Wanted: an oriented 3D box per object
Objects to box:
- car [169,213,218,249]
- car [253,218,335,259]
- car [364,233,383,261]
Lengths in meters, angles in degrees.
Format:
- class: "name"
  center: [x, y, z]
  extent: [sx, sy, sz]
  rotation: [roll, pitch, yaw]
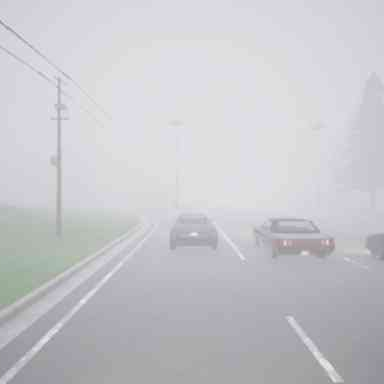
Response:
- class: "car"
  center: [0.021, 1.602, 14.799]
  extent: [1.994, 1.385, 4.181]
  rotation: [0, 0, -2]
- class: "car"
  center: [3.578, 1.633, 12.679]
  extent: [1.895, 1.301, 4.718]
  rotation: [0, 0, 0]
- class: "car"
  center: [7.062, 1.572, 9.441]
  extent: [2.033, 1.411, 5.357]
  rotation: [0, 0, 0]
